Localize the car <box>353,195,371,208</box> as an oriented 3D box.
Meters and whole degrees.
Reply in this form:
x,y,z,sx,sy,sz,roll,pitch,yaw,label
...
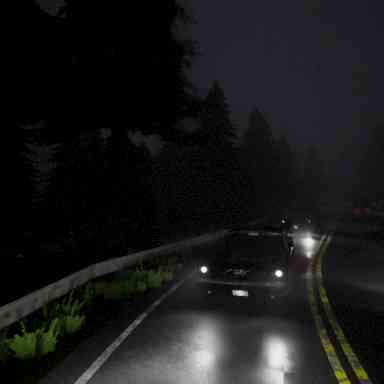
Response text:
x,y,z,sx,sy,sz,roll,pitch,yaw,label
20.612,1.056,40.240,2.128,1.511,4.902,-2,0,28,car

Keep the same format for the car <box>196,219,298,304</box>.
x,y,z,sx,sy,sz,roll,pitch,yaw,label
1.583,1.598,8.411,1.895,1.301,4.718,-1,0,18,car

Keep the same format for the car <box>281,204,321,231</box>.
x,y,z,sx,sy,sz,roll,pitch,yaw,label
6.661,1.459,20.054,2.033,1.411,5.357,-2,0,26,car
